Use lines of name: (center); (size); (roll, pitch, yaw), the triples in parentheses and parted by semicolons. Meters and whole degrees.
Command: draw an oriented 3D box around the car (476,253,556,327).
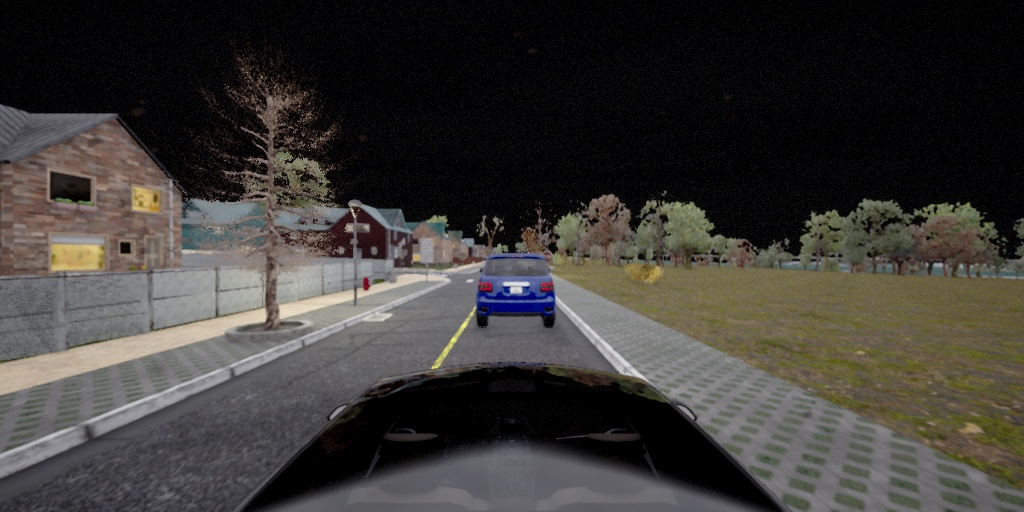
car: (0.097, 0.961, 11.561); (2.150, 2.045, 5.566); (0, -1, 0)
